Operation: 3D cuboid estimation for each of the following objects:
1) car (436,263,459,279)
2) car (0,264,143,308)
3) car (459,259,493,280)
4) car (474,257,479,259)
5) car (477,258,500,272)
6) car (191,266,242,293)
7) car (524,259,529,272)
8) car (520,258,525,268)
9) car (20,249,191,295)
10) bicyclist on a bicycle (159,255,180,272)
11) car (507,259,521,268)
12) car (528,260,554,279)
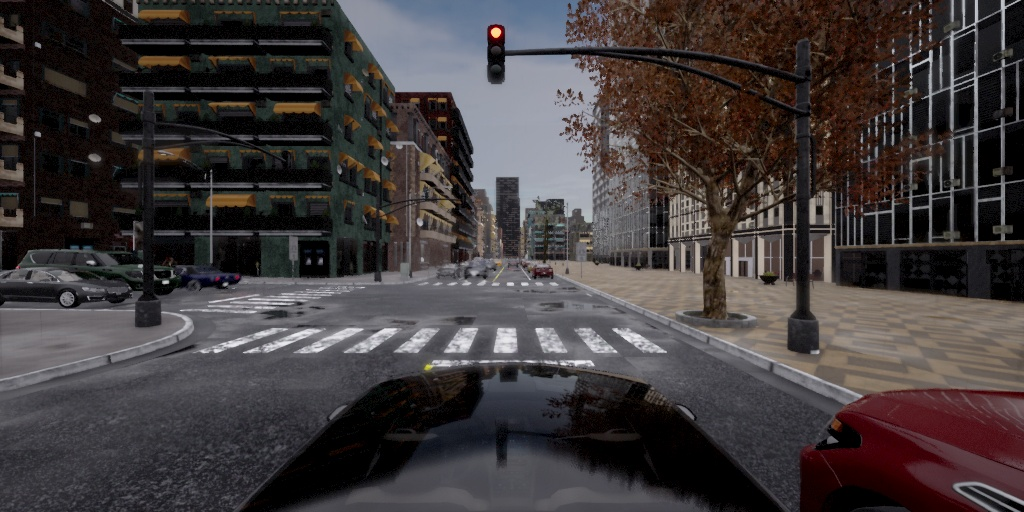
[{"bbox_3d":[-5.653,1.313,32.355,2.007,1.370,4.403,0,0,0],"label":"car"},{"bbox_3d":[-16.422,1.091,12.952,4.403,1.370,2.007,0,0,-1],"label":"car"},{"bbox_3d":[-3.064,1.253,31.488,2.128,1.511,4.902,0,0,0],"label":"car"},{"bbox_3d":[-5.627,1.226,54.486,1.967,1.591,4.097,0,0,0],"label":"car"},{"bbox_3d":[-3.043,1.270,47.254,2.128,1.511,4.902,0,0,0],"label":"car"},{"bbox_3d":[-16.988,1.140,18.575,4.718,1.301,1.895,1,0,1],"label":"car"},{"bbox_3d":[2.740,1.298,43.580,1.751,1.417,4.829,0,0,0],"label":"car"},{"bbox_3d":[2.759,1.375,60.008,1.802,1.307,4.207,0,0,0],"label":"car"},{"bbox_3d":[-17.771,0.747,15.535,5.566,2.045,2.150,1,0,0],"label":"car"},{"bbox_3d":[-23.142,0.761,24.220,0.582,1.620,1.656,1,0,-1],"label":"bicyclist on a bicycle"},{"bbox_3d":[0.174,1.289,63.491,2.128,1.511,4.902,0,0,0],"label":"car"},{"bbox_3d":[2.727,1.307,32.345,1.888,1.381,4.507,0,0,0],"label":"car"}]
